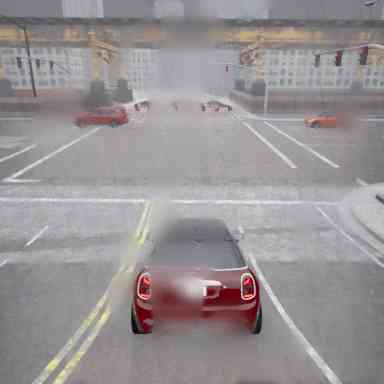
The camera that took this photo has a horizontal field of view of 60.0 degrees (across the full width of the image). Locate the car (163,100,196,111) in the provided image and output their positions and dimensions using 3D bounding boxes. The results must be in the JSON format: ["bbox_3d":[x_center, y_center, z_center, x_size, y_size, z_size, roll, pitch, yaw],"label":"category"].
[{"bbox_3d":[-1.818,-12.803,49.074,4.536,1.218,1.853,-13,23,-33],"label":"car"}]

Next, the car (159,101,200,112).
[{"bbox_3d":[-1.861,-12.644,49.098,4.974,1.542,2.038,-13,23,-33],"label":"car"}]

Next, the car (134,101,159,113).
[{"bbox_3d":[-6.468,-12.675,49.182,4.974,1.542,2.038,18,26,42],"label":"car"}]

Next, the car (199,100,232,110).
[{"bbox_3d":[3.477,-13.022,49.705,4.536,1.218,1.853,11,22,28],"label":"car"}]

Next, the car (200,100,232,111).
[{"bbox_3d":[3.522,-12.865,49.733,4.974,1.542,2.038,11,22,28],"label":"car"}]

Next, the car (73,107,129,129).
[{"bbox_3d":[-9.285,-7.688,34.212,5.566,2.045,2.150,0,19,1],"label":"car"}]

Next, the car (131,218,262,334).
[{"bbox_3d":[0.079,1.344,7.142,2.097,1.767,4.553,0,5,0],"label":"car"}]

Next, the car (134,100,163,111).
[{"bbox_3d":[-6.505,-12.836,49.164,4.536,1.218,1.853,18,26,42],"label":"car"}]

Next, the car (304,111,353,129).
[{"bbox_3d":[13.830,-7.392,33.781,4.553,1.767,2.097,0,19,1],"label":"car"}]
